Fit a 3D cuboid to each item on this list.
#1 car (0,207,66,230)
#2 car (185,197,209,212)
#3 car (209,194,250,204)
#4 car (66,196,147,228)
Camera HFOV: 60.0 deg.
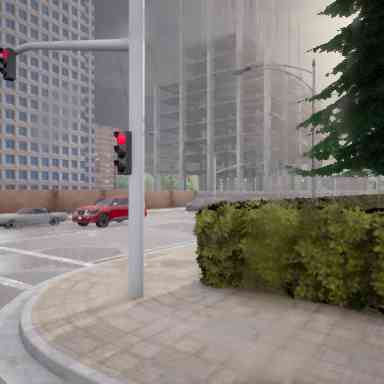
[{"bbox_3d":[-10.758,1.656,21.833,1.895,1.301,4.718,0,0,35],"label":"car"},{"bbox_3d":[1.169,1.407,38.524,2.097,1.767,4.553,0,0,36],"label":"car"},{"bbox_3d":[4.638,1.278,37.348,2.150,2.045,5.566,0,0,36],"label":"car"},{"bbox_3d":[-5.523,1.277,23.188,2.150,2.045,5.566,0,0,33],"label":"car"}]
